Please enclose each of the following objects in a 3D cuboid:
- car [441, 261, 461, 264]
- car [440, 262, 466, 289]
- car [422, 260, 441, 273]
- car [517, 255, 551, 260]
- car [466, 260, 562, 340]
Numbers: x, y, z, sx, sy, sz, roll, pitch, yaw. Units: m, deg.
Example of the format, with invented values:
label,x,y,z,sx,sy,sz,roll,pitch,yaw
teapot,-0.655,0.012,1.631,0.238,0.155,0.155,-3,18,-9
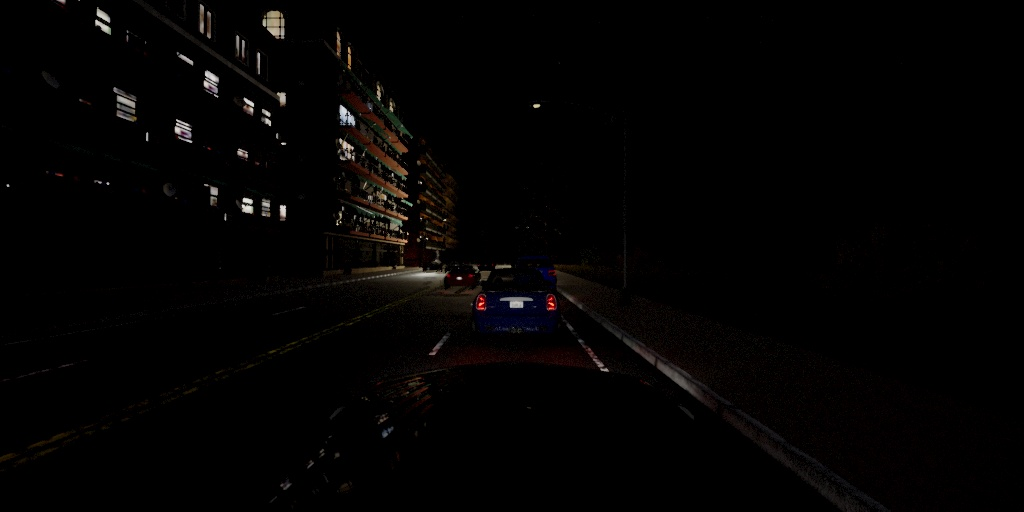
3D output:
label,x,y,z,sx,sy,sz,roll,pitch,yaw
car,-6.594,1.277,41.425,1.812,1.442,4.674,0,0,0
car,-3.147,1.316,23.422,1.994,1.385,4.181,0,0,0
car,-9.841,1.243,44.812,2.128,1.511,4.902,0,0,0
car,1.139,0.977,19.683,2.150,2.045,5.566,0,0,0
car,0.098,1.103,10.109,2.097,1.767,4.553,0,0,0
